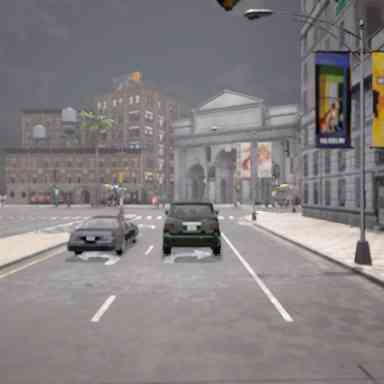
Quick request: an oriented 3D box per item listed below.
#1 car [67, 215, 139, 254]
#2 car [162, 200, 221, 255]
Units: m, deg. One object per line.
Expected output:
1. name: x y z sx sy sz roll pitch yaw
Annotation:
1. car: -3.502 1.678 13.985 2.033 1.411 5.357 0 -1 0
2. car: -0.002 1.348 14.013 2.150 2.045 5.566 0 0 0
